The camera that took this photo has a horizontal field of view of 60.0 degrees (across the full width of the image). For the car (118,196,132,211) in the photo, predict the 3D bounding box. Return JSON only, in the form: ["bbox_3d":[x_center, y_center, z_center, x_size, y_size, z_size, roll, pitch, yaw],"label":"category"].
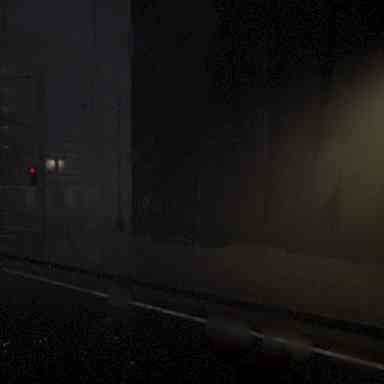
[{"bbox_3d":[-7.673,1.483,46.138,2.150,2.045,5.566,-1,0,35],"label":"car"}]
